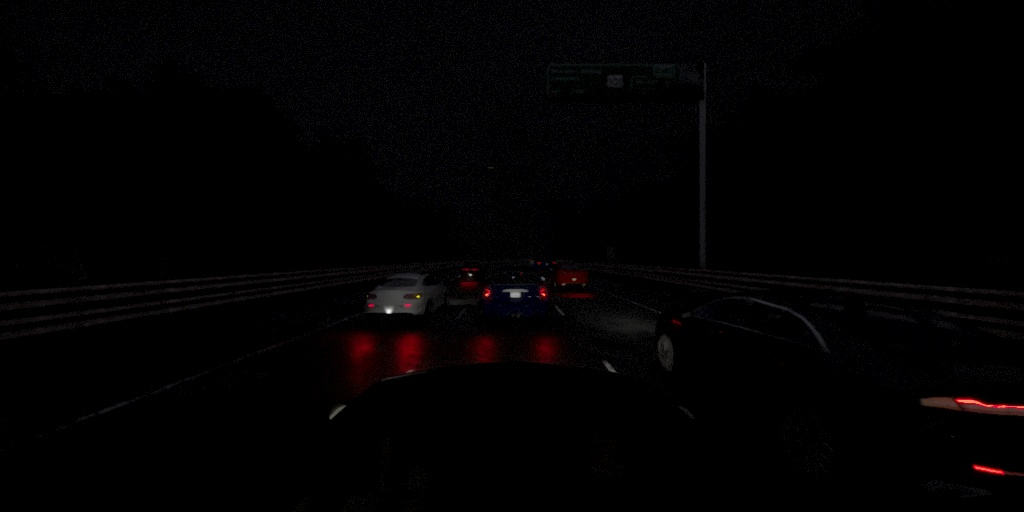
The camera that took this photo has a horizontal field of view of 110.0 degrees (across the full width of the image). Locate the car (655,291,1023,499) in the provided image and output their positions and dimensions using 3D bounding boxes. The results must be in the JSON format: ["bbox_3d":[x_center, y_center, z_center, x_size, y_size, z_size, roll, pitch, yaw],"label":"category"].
[{"bbox_3d":[3.498,1.186,4.575,2.128,1.511,4.902,0,0,0],"label":"car"}]

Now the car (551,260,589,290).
[{"bbox_3d":[3.496,1.183,22.595,1.882,1.535,5.008,0,0,0],"label":"car"}]

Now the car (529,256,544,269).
[{"bbox_3d":[3.913,1.059,58.397,2.150,2.045,5.566,0,-1,2],"label":"car"}]

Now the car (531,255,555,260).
[{"bbox_3d":[3.530,0.952,38.573,2.150,2.045,5.566,0,0,0],"label":"car"}]

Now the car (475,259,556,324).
[{"bbox_3d":[0.099,1.107,12.125,2.097,1.767,4.553,0,0,0],"label":"car"}]

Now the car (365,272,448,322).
[{"bbox_3d":[-3.415,1.281,12.243,1.812,1.442,4.674,0,0,0],"label":"car"}]

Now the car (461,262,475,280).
[{"bbox_3d":[-3.391,1.307,31.766,1.837,1.490,4.892,0,0,0],"label":"car"}]
